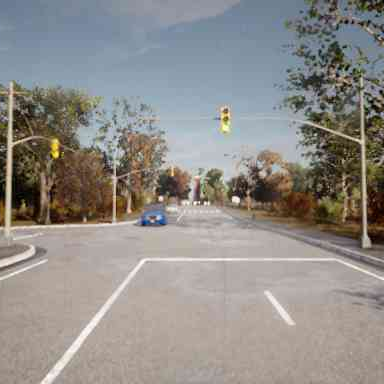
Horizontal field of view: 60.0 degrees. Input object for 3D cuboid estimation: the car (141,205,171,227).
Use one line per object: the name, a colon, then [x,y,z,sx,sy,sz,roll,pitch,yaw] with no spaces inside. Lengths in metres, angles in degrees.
car: [-3.452,2.253,31.624,2.150,2.045,5.566,0,-1,-1]

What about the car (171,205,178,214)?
car: [-3.395,2.970,57.315,1.812,1.442,4.674,0,0,0]
